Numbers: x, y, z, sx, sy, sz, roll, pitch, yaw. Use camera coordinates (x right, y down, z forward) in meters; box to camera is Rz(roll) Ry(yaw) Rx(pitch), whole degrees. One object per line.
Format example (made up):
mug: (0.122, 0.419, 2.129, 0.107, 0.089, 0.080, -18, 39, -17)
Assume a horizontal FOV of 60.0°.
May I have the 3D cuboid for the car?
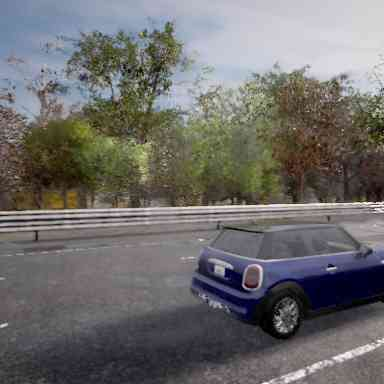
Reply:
car: (2.309, 1.346, 6.685, 4.553, 1.767, 2.097, 0, 0, -30)
